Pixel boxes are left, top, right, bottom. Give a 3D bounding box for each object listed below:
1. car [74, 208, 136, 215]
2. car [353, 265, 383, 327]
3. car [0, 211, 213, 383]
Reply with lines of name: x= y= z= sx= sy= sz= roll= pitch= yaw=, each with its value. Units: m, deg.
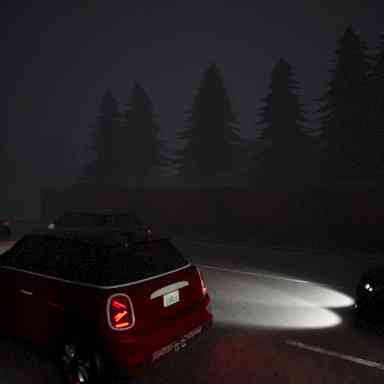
car: x=-3.408 y=1.352 z=10.716 sx=4.553 sy=1.767 sz=2.097 roll=0 pitch=0 yaw=35
car: x=4.726 y=1.564 z=4.917 sx=4.181 sy=1.385 sz=1.994 roll=0 pitch=0 yaw=36
car: x=-1.989 y=1.352 z=5.404 sx=4.553 sy=1.767 sz=2.097 roll=0 pitch=0 yaw=35
